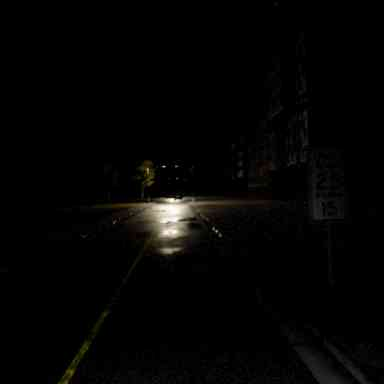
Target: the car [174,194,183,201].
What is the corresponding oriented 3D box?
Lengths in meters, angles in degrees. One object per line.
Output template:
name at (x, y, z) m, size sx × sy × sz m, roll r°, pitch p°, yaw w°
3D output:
car at (-3.664, 1.458, 89.398) m, size 2.150 × 2.045 × 5.566 m, roll -2°, pitch 0°, yaw -2°
